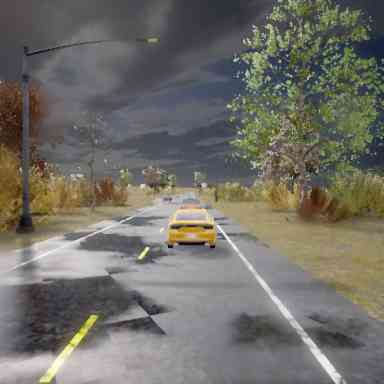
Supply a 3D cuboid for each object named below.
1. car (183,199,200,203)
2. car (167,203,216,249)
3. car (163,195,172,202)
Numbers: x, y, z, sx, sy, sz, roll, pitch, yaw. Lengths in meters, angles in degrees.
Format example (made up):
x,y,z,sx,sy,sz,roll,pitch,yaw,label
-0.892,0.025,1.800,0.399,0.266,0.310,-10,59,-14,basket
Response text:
x,y,z,sx,sy,sz,roll,pitch,yaw,label
-0.078,1.364,29.629,2.097,1.767,4.553,0,0,0,car
-0.017,1.483,14.655,1.882,1.535,5.008,0,0,0,car
-5.673,1.417,77.231,1.882,1.535,5.008,0,0,-8,car
